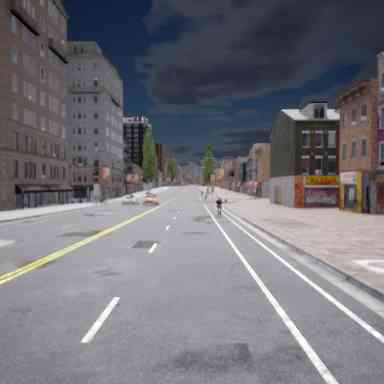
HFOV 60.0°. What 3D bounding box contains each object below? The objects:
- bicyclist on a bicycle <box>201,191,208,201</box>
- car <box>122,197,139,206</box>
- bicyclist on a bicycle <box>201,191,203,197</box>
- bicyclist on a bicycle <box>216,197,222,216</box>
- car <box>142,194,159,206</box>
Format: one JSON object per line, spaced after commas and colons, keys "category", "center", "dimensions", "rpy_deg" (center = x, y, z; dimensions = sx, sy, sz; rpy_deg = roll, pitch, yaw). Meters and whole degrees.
{"category": "bicyclist on a bicycle", "center": [2.620, 0.996, 62.391], "dimensions": [0.866, 1.612, 1.509], "rpy_deg": [-1, 2, 0]}
{"category": "car", "center": [-9.478, 1.375, 51.233], "dimensions": [1.895, 1.301, 4.718], "rpy_deg": [0, 0, 1]}
{"category": "bicyclist on a bicycle", "center": [2.806, 0.512, 91.795], "dimensions": [0.659, 1.776, 1.843], "rpy_deg": [0, 2, 0]}
{"category": "bicyclist on a bicycle", "center": [2.431, 1.294, 30.002], "dimensions": [0.659, 1.776, 1.843], "rpy_deg": [0, 1, 0]}
{"category": "car", "center": [-6.240, 1.130, 50.615], "dimensions": [2.097, 1.767, 4.553], "rpy_deg": [0, 1, 1]}
